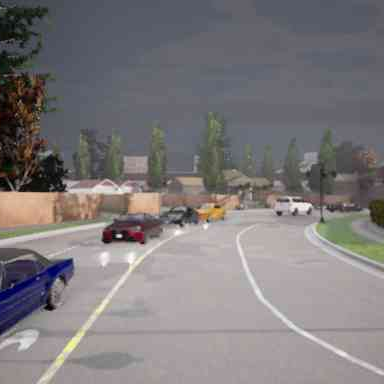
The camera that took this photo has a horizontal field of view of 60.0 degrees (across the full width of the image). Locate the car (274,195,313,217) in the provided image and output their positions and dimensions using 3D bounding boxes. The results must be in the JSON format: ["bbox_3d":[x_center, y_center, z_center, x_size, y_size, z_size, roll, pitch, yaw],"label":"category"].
[{"bbox_3d":[11.178,1.553,36.465,2.150,2.045,5.566,-1,-1,45],"label":"car"}]

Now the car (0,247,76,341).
[{"bbox_3d":[-3.569,1.658,5.239,1.895,1.301,4.718,0,-1,1],"label":"car"}]

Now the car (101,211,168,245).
[{"bbox_3d":[-2.815,1.732,16.396,1.994,1.385,4.181,0,-1,10],"label":"car"}]

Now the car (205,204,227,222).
[{"bbox_3d":[1.420,1.771,29.326,1.882,1.535,5.008,-1,-1,28],"label":"car"}]

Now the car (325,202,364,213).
[{"bbox_3d":[19.664,1.953,42.961,5.357,1.411,2.033,0,-1,-27],"label":"car"}]

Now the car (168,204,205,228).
[{"bbox_3d":[-0.859,1.786,24.802,1.812,1.442,4.674,0,-1,21],"label":"car"}]

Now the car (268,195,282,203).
[{"bbox_3d":[16.877,1.440,67.899,1.816,1.474,4.193,-2,-1,-1],"label":"car"}]
